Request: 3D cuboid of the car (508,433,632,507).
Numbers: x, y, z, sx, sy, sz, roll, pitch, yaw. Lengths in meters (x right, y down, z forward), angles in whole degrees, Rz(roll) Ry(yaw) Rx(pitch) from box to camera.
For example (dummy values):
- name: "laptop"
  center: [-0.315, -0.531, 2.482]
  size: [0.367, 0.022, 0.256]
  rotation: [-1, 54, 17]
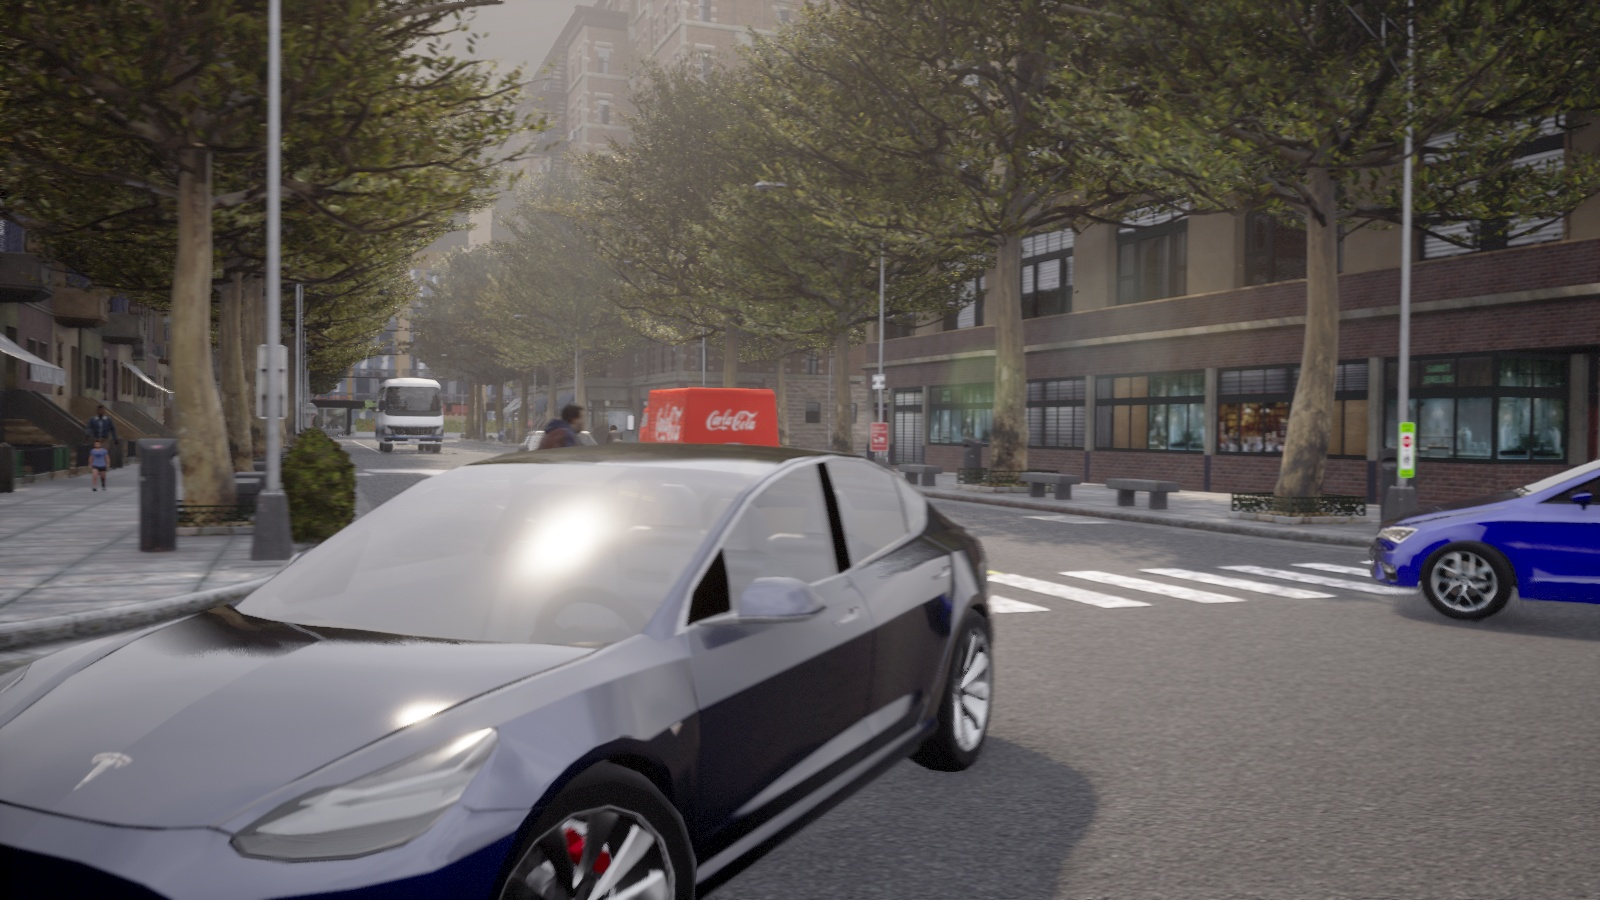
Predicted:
- name: "car"
  center: [-5.092, 0.371, 27.473]
  size: [1.970, 1.475, 3.806]
  rotation: [-1, 1, -21]

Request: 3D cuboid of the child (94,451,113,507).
- name: "child"
  center: [-13.981, 0.576, 25.216]
  size: [0.255, 1.110, 0.394]
  rotation: [-1, 1, -20]

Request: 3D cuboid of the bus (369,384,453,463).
- name: "bus"
  center: [-22.865, -1.526, 73.437]
  size: [3.944, 4.253, 10.273]
  rotation: [-1, 1, -21]

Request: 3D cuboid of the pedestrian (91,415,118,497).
- name: "pedestrian"
  center: [-16.932, 0.140, 30.580]
  size: [0.423, 1.949, 0.788]
  rotation: [-1, 1, -19]

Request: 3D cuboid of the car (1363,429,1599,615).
- name: "car"
  center: [7.130, 0.561, 10.675]
  size: [4.193, 1.474, 1.816]
  rotation: [0, 1, 27]

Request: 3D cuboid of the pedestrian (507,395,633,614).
- name: "pedestrian"
  center: [-2.020, 0.447, 11.026]
  size: [0.899, 1.844, 0.634]
  rotation: [-1, 1, -31]

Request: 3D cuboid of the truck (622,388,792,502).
- name: "truck"
  center: [-2.363, -0.153, 30.108]
  size: [2.627, 2.467, 5.204]
  rotation: [-1, 1, -21]

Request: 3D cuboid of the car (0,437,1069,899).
- name: "car"
  center: [-0.617, 0.726, 4.827]
  size: [2.163, 1.488, 4.792]
  rotation: [0, 1, 26]
